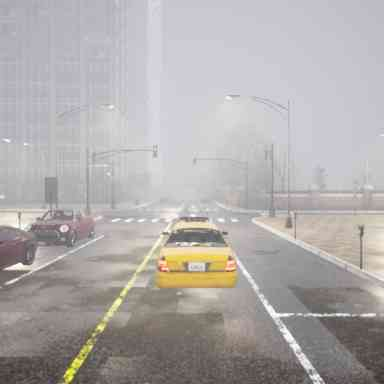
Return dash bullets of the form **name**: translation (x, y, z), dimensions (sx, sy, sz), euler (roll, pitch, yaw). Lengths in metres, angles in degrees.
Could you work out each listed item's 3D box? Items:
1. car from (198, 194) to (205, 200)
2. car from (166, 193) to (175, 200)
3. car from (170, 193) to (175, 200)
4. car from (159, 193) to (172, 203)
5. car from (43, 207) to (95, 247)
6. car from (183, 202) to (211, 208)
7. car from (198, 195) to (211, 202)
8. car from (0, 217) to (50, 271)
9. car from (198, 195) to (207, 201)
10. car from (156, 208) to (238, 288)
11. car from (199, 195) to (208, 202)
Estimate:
- **car**: translation (2.607, 1.403, 91.470), dimensions (1.887, 1.381, 4.507), euler (0, 0, 0)
- **car**: translation (-5.917, 1.174, 91.407), dimensions (2.192, 1.841, 5.009), euler (0, 0, 0)
- **car**: translation (-5.913, 1.316, 85.848), dimensions (1.967, 1.590, 4.097), euler (0, 0, 0)
- **car**: translation (-5.899, 1.479, 69.164), dimensions (1.947, 1.339, 4.313), euler (0, 0, 0)
- **car**: translation (-5.704, 1.432, 14.642), dimensions (1.967, 1.590, 4.097), euler (0, 0, 0)
- **car**: translation (0.098, 1.533, 19.413), dimensions (2.033, 1.411, 5.357), euler (0, 0, 0)
- **car**: translation (2.693, 1.487, 63.674), dimensions (1.947, 1.339, 4.313), euler (0, 0, 0)
- **car**: translation (-5.699, 1.579, 8.949), dimensions (1.802, 1.307, 4.206), euler (0, 0, 0)
- **car**: translation (2.617, 1.441, 80.349), dimensions (2.008, 1.369, 4.403), euler (0, 0, 0)
- **car**: translation (0.090, 1.453, 9.150), dimensions (1.801, 1.575, 5.366), euler (0, 0, 0)
- **car**: translation (2.622, 1.448, 74.788), dimensions (1.887, 1.381, 4.507), euler (0, 0, 0)
